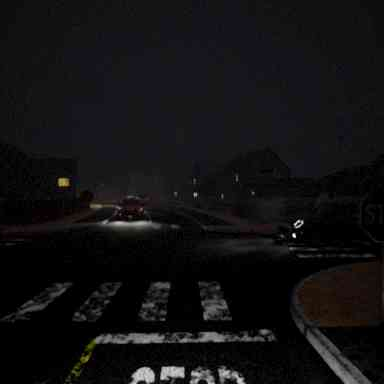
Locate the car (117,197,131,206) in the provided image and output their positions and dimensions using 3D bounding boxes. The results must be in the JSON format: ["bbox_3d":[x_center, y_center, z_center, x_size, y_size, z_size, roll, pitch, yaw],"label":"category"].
[{"bbox_3d":[-12.093,1.670,58.991,2.128,1.511,4.902,0,0,-17],"label":"car"}]

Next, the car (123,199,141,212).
[{"bbox_3d":[-7.412,1.623,40.820,2.033,1.411,5.357,0,0,-12],"label":"car"}]

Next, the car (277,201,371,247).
[{"bbox_3d":[5.932,1.175,13.883,4.553,1.767,2.097,-1,1,-5],"label":"car"}]

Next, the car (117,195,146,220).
[{"bbox_3d":[-5.194,1.375,28.380,2.097,1.767,4.553,0,0,-8],"label":"car"}]

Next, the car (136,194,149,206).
[{"bbox_3d":[-8.988,1.373,58.433,2.150,2.045,5.566,0,0,-18],"label":"car"}]

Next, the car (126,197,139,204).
[{"bbox_3d":[-12.303,1.784,68.389,1.994,1.385,4.181,0,0,-20],"label":"car"}]
